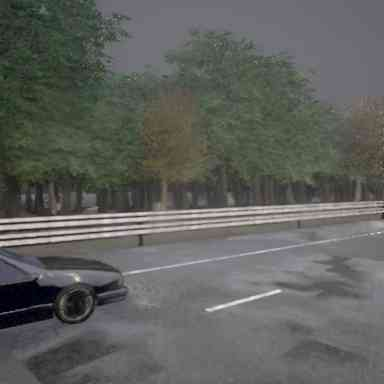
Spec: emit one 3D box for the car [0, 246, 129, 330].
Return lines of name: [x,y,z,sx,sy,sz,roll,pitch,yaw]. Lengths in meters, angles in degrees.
car: [-3.800,1.548,5.332,5.357,1.411,2.033,-1,0,-35]
